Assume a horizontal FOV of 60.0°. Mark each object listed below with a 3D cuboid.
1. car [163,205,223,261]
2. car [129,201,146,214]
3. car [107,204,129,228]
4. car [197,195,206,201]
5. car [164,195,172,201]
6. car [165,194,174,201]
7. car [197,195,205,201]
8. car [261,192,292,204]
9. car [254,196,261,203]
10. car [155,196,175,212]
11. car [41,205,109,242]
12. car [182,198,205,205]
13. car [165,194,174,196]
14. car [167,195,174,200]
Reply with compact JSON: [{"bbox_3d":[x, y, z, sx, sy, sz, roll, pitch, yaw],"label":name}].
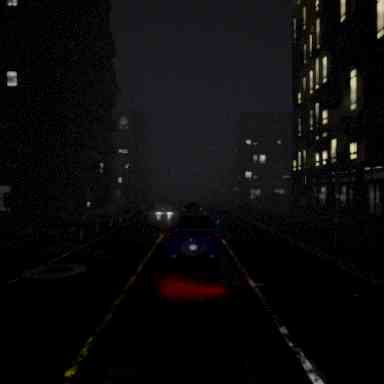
[{"bbox_3d":[0.041,1.478,12.279,1.882,1.535,5.008,0,0,0],"label":"car"},{"bbox_3d":[-5.848,1.587,34.708,1.802,1.307,4.206,0,0,0],"label":"car"},{"bbox_3d":[-5.758,1.552,21.791,2.008,1.369,4.403,0,0,0],"label":"car"},{"bbox_3d":[2.437,1.477,82.442,1.967,1.590,4.097,0,0,0],"label":"car"},{"bbox_3d":[-5.942,1.561,82.244,1.752,1.417,4.829,0,0,0],"label":"car"},{"bbox_3d":[-5.960,1.356,88.097,2.192,1.841,5.009,0,0,0],"label":"car"},{"bbox_3d":[2.420,1.482,88.124,1.967,1.590,4.097,0,0,0],"label":"car"},{"bbox_3d":[14.526,1.042,54.732,5.009,1.841,2.192,-1,1,-1],"label":"car"},{"bbox_3d":[14.366,1.030,63.109,5.009,1.841,2.192,-1,1,-1],"label":"car"},{"bbox_3d":[-3.187,1.555,39.736,2.033,1.411,5.357,0,0,0],"label":"car"},{"bbox_3d":[-5.742,1.551,16.143,2.008,1.369,4.403,0,0,0],"label":"car"},{"bbox_3d":[-0.004,1.530,29.629,1.812,1.442,4.674,0,0,0],"label":"car"},{"bbox_3d":[-5.925,1.597,76.732,1.947,1.339,4.313,0,0,0],"label":"car"},{"bbox_3d":[-5.977,1.572,93.609,1.752,1.417,4.829,0,0,0],"label":"car"}]
